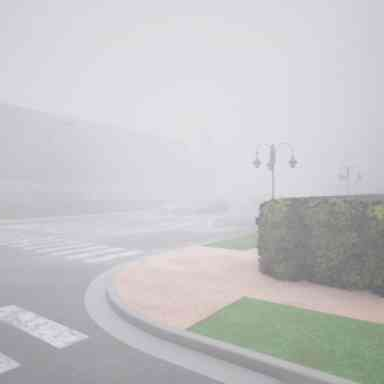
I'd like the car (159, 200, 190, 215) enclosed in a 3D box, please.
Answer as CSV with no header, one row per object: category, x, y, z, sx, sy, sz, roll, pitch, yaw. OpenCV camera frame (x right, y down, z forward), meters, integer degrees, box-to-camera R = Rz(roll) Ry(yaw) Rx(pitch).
car,-1.377,1.538,33.999,1.812,1.442,4.674,0,0,35

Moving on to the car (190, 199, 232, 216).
car,2.217,1.518,33.014,1.837,1.490,4.892,0,0,35

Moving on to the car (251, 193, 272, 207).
car,11.035,1.224,52.065,2.150,2.045,5.566,0,0,27
